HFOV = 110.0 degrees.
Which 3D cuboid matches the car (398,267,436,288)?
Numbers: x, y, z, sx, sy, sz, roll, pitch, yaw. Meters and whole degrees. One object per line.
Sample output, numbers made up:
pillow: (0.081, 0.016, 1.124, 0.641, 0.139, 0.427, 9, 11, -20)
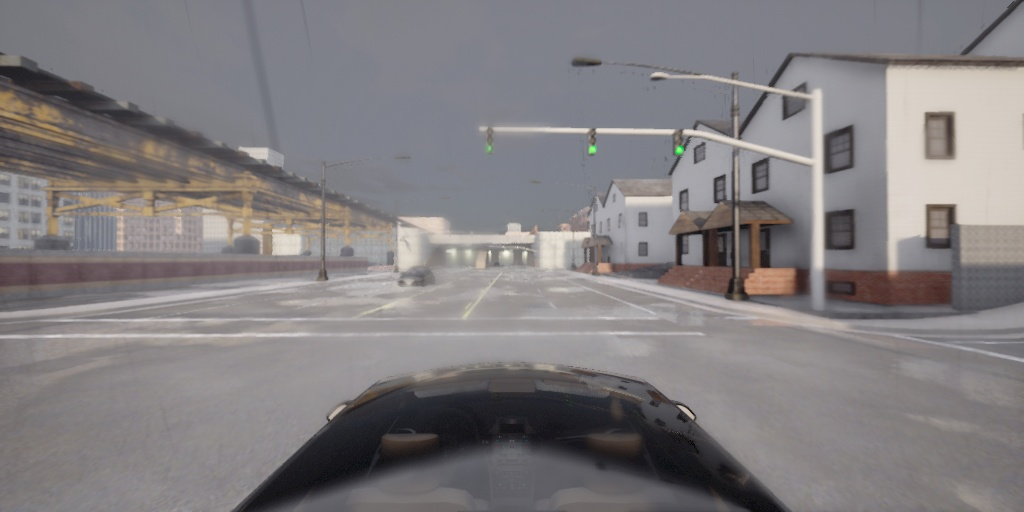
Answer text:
car: (-7.005, 1.573, 26.812, 2.128, 1.511, 4.902, 0, 0, 0)
